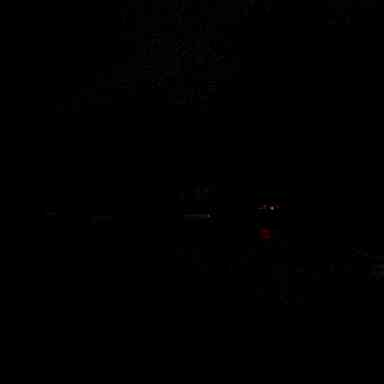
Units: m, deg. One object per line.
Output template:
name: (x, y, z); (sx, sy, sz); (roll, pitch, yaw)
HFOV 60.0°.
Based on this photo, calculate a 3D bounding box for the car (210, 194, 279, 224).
car: (3.660, 1.135, 24.094); (2.150, 2.045, 5.566); (1, 0, -37)

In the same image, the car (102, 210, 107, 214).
car: (-10.323, 1.207, 31.542); (4.553, 1.767, 2.097); (0, 0, 20)
